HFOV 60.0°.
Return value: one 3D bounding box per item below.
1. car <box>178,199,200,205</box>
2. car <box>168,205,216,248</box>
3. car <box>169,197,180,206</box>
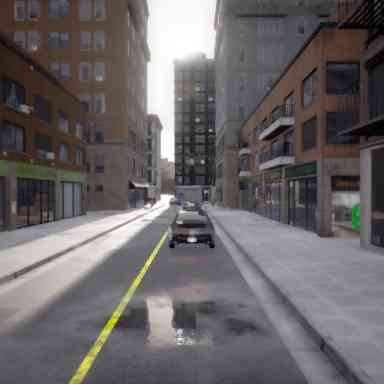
[{"bbox_3d":[0.000,1.536,29.651,1.812,1.442,4.674,0,0,0],"label":"car"},{"bbox_3d":[0.000,1.516,14.650,1.837,1.490,4.892,0,0,0],"label":"car"},{"bbox_3d":[-2.750,1.525,54.651,1.882,1.535,5.008,0,0,0],"label":"car"}]
